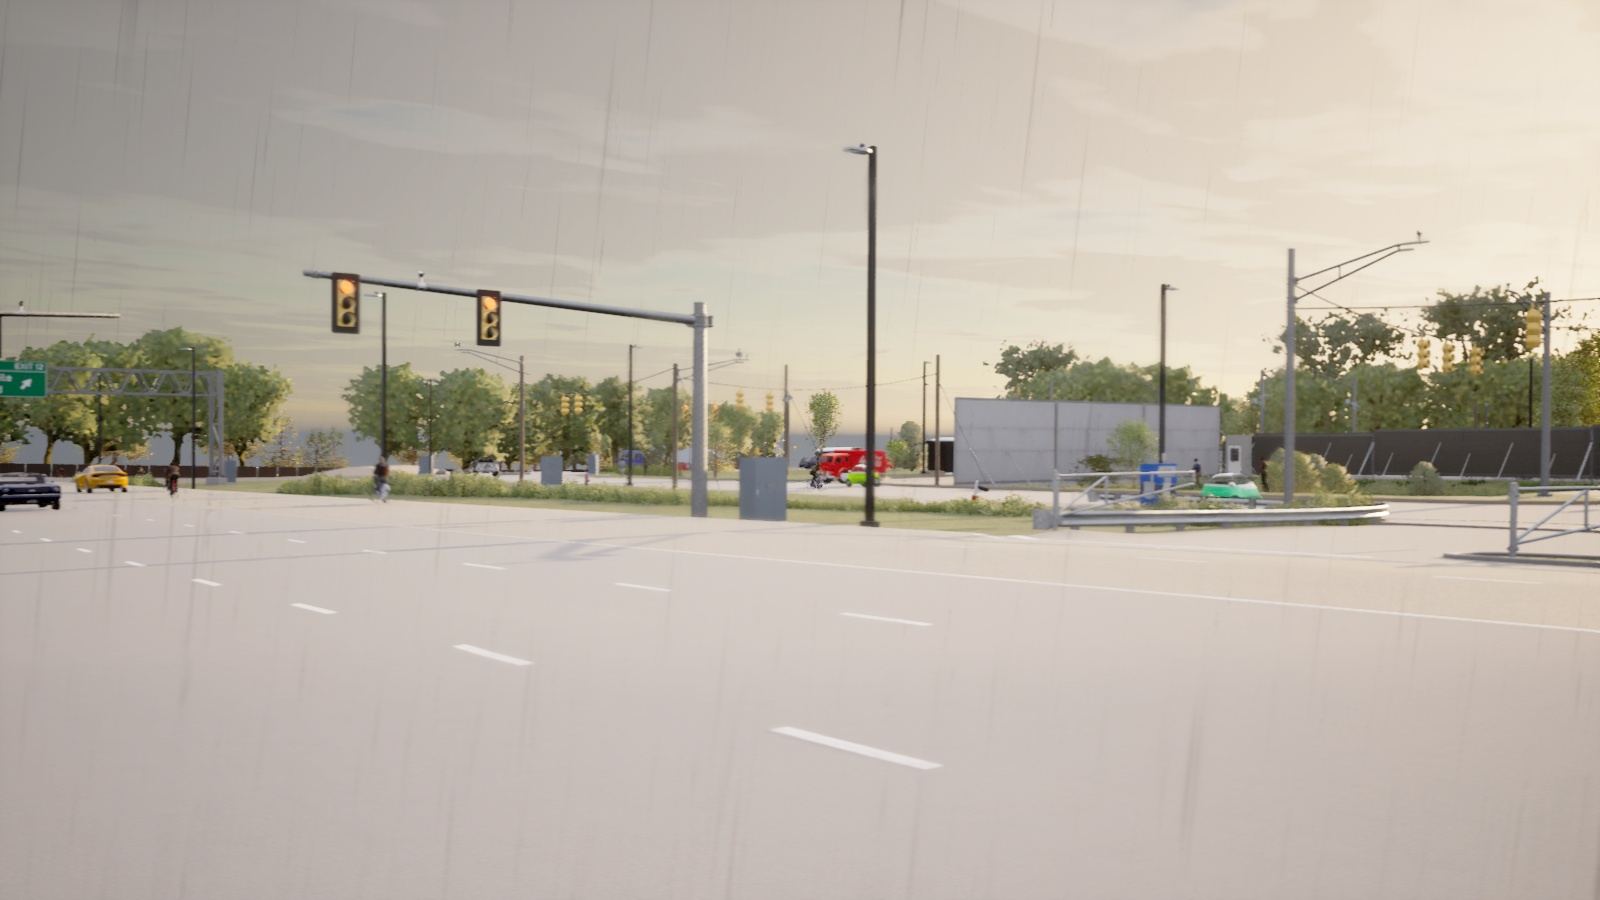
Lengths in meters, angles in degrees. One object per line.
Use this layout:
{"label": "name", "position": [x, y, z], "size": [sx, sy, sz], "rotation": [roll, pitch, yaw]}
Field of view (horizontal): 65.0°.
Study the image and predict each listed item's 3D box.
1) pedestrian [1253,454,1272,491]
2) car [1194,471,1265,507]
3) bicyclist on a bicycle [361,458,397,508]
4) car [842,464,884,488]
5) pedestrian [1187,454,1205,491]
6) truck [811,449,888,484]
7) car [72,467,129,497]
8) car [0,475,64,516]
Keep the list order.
{"label": "pedestrian", "position": [23.096, 1.125, 62.712], "size": [0.328, 1.805, 0.869], "rotation": [-1, 1, -40]}
{"label": "car", "position": [17.015, 1.537, 49.793], "size": [1.481, 1.376, 2.207], "rotation": [-1, 0, -39]}
{"label": "bicyclist on a bicycle", "position": [-15.454, 1.185, 46.071], "size": [0.659, 1.776, 1.843], "rotation": [-1, 0, -39]}
{"label": "car", "position": [3.896, 1.593, 77.369], "size": [1.481, 1.376, 2.207], "rotation": [-1, 1, -39]}
{"label": "pedestrian", "position": [20.821, 1.182, 65.976], "size": [0.423, 1.949, 0.788], "rotation": [-1, 1, -38]}
{"label": "truck", "position": [3.648, 1.203, 92.108], "size": [5.204, 2.467, 2.627], "rotation": [0, 0, -41]}
{"label": "car", "position": [-38.308, 1.723, 68.702], "size": [1.882, 1.535, 5.008], "rotation": [-1, 0, -39]}
{"label": "car", "position": [-27.327, 1.566, 44.044], "size": [1.895, 1.301, 4.718], "rotation": [-1, 0, -39]}
